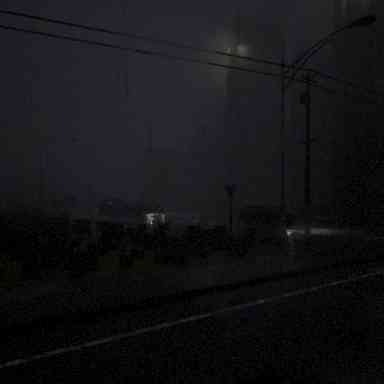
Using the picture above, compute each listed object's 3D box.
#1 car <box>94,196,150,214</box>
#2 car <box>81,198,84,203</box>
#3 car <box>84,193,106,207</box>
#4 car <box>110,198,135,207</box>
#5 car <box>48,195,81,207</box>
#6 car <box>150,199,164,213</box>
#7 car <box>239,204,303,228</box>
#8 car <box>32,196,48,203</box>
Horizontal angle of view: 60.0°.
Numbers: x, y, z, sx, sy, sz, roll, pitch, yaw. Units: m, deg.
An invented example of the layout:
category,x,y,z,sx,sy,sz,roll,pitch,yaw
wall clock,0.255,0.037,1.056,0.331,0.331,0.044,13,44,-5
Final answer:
category,x,y,z,sx,sy,sz,roll,pitch,yaw
car,-7.096,1.548,33.790,4.611,1.667,2.242,0,0,-34
car,-21.524,1.701,68.579,1.895,1.301,4.718,0,0,-34
car,-14.548,1.221,52.123,2.150,2.045,5.566,0,0,-34
car,-11.363,1.655,53.839,2.033,1.411,5.357,0,0,-34
car,-20.665,1.375,53.835,3.866,1.878,1.905,0,0,-34
car,-4.968,1.595,37.976,1.837,1.490,4.892,0,0,-34
car,5.306,1.600,22.976,1.837,1.490,4.892,0,0,-34
car,-28.695,1.562,64.680,4.193,1.474,1.816,0,0,-34
